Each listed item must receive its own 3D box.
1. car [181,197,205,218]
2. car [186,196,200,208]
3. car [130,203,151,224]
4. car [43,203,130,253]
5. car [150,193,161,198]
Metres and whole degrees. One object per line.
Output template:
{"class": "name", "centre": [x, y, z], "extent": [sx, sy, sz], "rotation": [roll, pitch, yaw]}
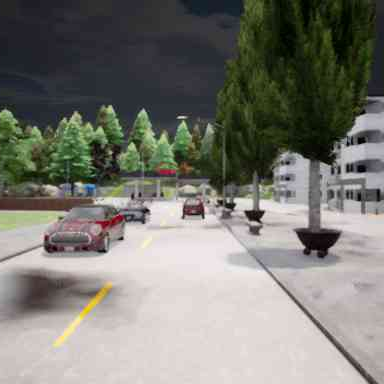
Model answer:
{"class": "car", "centre": [0.117, 1.360, 28.501], "extent": [1.882, 1.535, 5.008], "rotation": [0, 1, 0]}
{"class": "car", "centre": [0.114, 1.339, 45.104], "extent": [1.812, 1.442, 4.674], "rotation": [0, 0, 0]}
{"class": "car", "centre": [-4.049, 1.467, 23.430], "extent": [1.994, 1.385, 4.181], "rotation": [0, 0, 1]}
{"class": "car", "centre": [-4.090, 1.296, 13.345], "extent": [2.097, 1.767, 4.553], "rotation": [0, 0, 0]}
{"class": "car", "centre": [-9.002, 1.059, 85.969], "extent": [3.633, 1.501, 1.845], "rotation": [0, 0, 0]}
